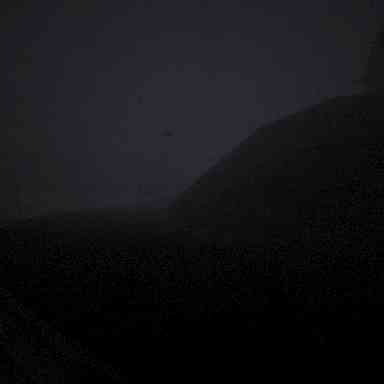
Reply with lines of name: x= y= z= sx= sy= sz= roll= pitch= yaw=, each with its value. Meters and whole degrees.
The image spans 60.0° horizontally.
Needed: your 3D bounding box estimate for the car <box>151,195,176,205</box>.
car: x=-5.089 y=1.418 z=59.798 sx=4.553 sy=1.767 sz=2.097 roll=1 pitch=0 yaw=-44
